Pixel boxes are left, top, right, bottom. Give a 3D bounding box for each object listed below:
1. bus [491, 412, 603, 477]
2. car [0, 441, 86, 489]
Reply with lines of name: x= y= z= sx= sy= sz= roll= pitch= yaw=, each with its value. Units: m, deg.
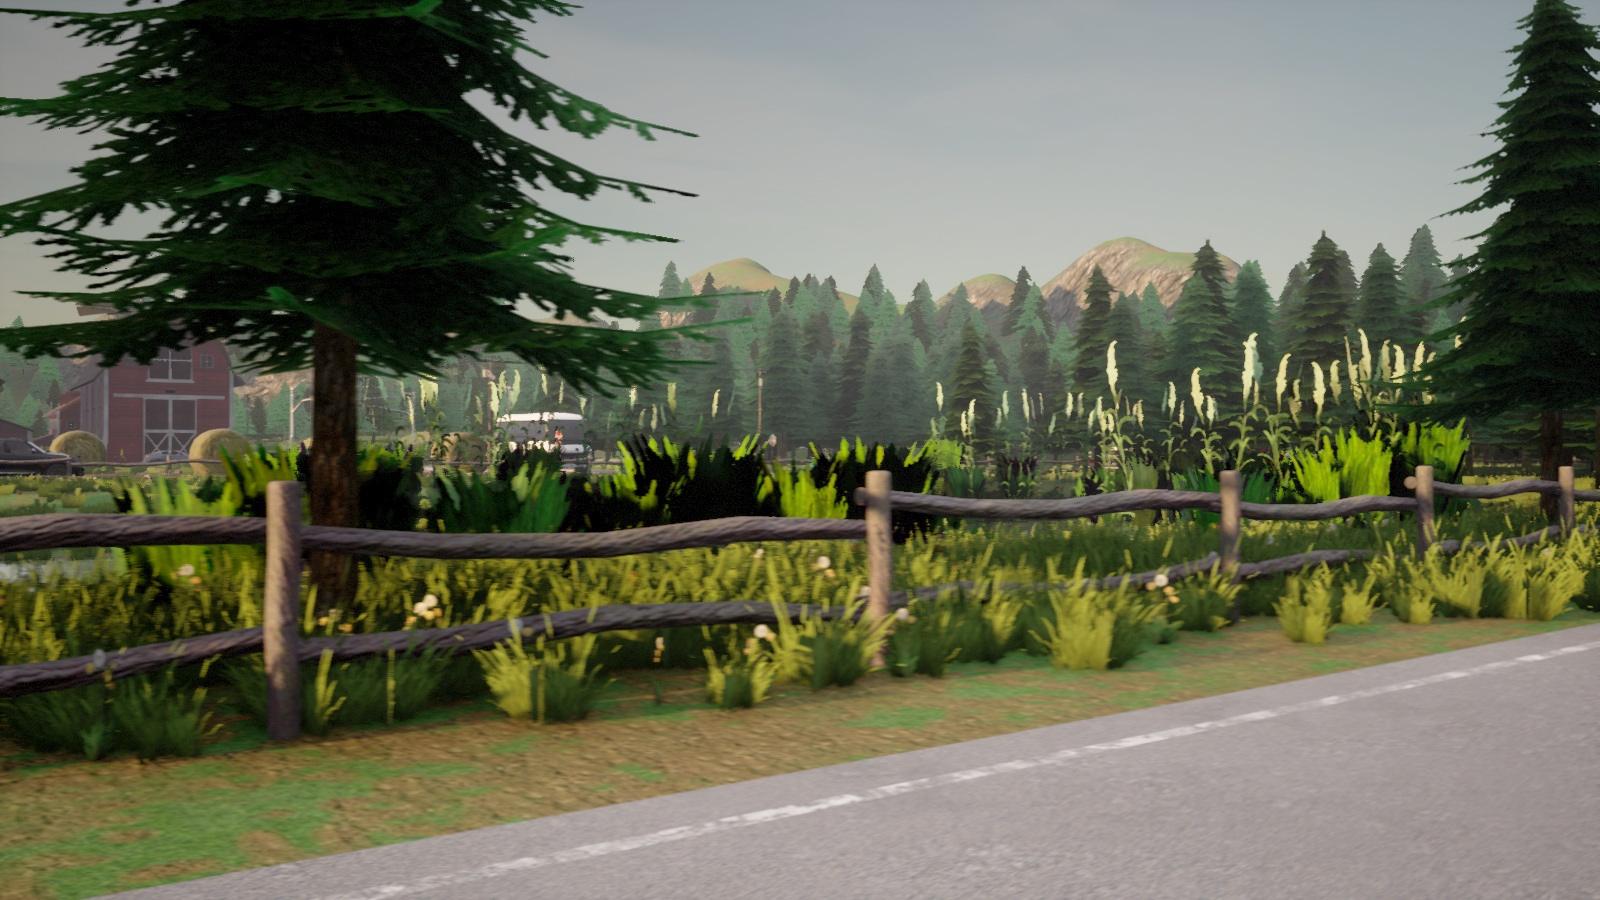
bus: x=-17.719 y=-0.374 z=87.359 sx=3.944 sy=4.253 sz=10.273 roll=0 pitch=0 yaw=-34
car: x=-33.912 y=0.637 z=53.965 sx=5.566 sy=2.045 sz=2.150 roll=0 pitch=0 yaw=-31
